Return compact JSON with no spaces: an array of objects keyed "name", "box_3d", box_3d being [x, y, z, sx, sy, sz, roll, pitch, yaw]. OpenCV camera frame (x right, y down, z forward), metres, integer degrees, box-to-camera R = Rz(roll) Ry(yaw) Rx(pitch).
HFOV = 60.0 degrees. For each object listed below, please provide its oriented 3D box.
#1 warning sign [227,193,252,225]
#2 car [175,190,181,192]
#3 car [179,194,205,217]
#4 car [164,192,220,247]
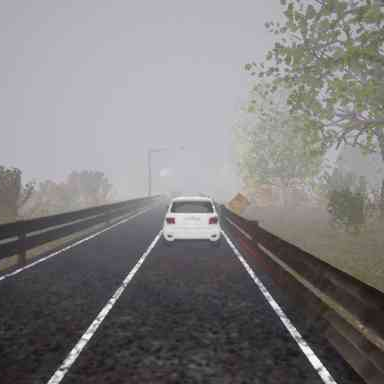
[{"name":"warning sign","box_3d":[2.831,0.981,19.911,1.300,1.860,1.060,-1,0,0]},{"name":"car","box_3d":[-3.217,0.431,75.945,2.097,1.767,4.553,0,1,0]},{"name":"car","box_3d":[-0.001,1.115,29.613,2.097,1.767,4.553,0,1,0]},{"name":"car","box_3d":[0.000,1.182,14.673,2.150,2.045,5.566,0,1,0]}]
